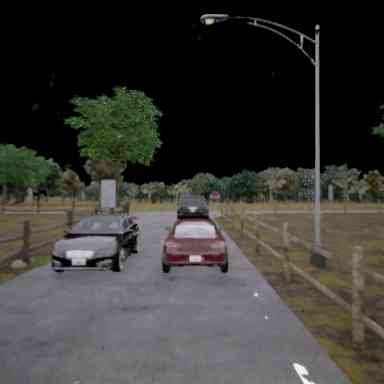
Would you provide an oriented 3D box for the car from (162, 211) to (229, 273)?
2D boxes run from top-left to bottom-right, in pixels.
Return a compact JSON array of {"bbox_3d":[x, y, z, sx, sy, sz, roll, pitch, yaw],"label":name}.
[{"bbox_3d":[0.085,1.532,10.601,1.812,1.442,4.674,0,-1,0],"label":"car"}]

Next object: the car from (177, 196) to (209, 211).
[{"bbox_3d":[0.072,1.282,23.872,2.150,2.045,5.566,0,0,0],"label":"car"}]

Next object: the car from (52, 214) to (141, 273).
[{"bbox_3d":[-2.845,1.497,10.808,2.128,1.511,4.902,0,0,0],"label":"car"}]
